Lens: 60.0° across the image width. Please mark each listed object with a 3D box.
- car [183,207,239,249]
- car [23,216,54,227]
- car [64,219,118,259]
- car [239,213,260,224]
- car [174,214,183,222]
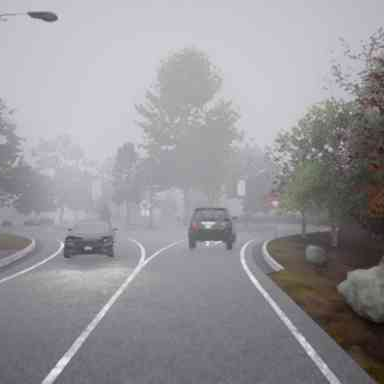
[{"bbox_3d":[1.217,1.874,18.083,2.150,2.045,5.566,-1,-4,10],"label":"car"},{"bbox_3d":[-19.856,3.799,43.318,2.033,1.411,5.357,0,-4,1],"label":"car"},{"bbox_3d":[-4.356,1.950,14.833,1.882,1.535,5.008,1,-3,-12],"label":"car"},{"bbox_3d":[8.698,4.283,54.164,2.097,1.767,4.553,3,-5,-40],"label":"car"},{"bbox_3d":[-0.404,4.395,58.975,5.566,2.045,2.150,0,-4,13],"label":"car"}]
